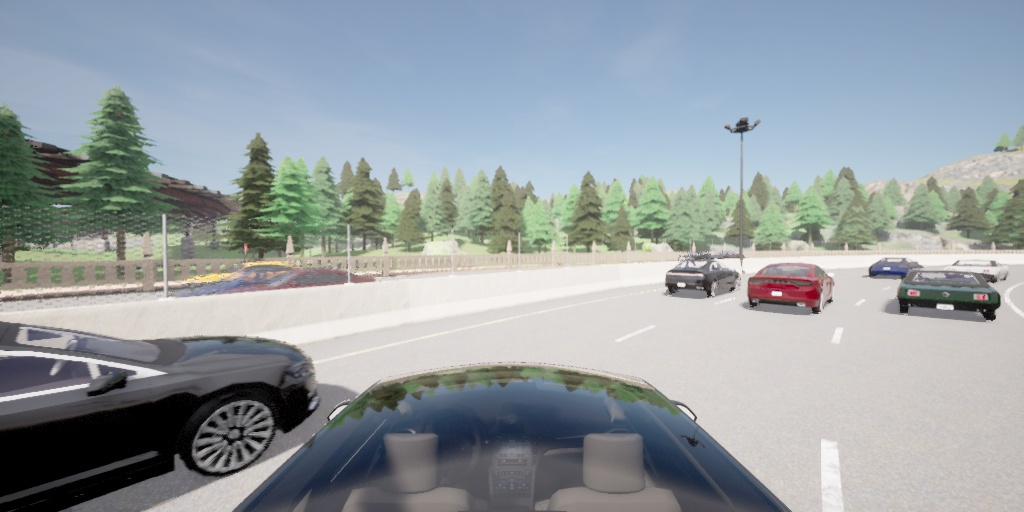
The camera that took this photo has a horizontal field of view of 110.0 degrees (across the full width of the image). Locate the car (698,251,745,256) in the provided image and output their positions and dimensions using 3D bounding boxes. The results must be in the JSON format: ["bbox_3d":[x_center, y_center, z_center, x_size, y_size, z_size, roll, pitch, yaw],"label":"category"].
[{"bbox_3d":[23.186,0.131,39.034,5.357,1.411,2.033,-1,1,-27],"label":"car"}]

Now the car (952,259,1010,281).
[{"bbox_3d":[27.933,0.855,21.497,4.718,1.301,1.895,-1,1,-30],"label":"car"}]

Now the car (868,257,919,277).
[{"bbox_3d":[26.352,0.765,24.561,4.181,1.385,1.994,-1,1,-30],"label":"car"}]

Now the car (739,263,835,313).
[{"bbox_3d":[10.000,0.974,12.749,5.008,1.535,1.882,-1,1,-43],"label":"car"}]

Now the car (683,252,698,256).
[{"bbox_3d":[21.586,0.215,42.148,4.902,1.511,2.128,-1,1,-27],"label":"car"}]

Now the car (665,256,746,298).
[{"bbox_3d":[8.733,0.925,16.285,4.902,1.511,2.128,-1,1,-42],"label":"car"}]

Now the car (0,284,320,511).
[{"bbox_3d":[-4.098,1.242,2.573,2.128,1.511,4.902,0,1,37],"label":"car"}]

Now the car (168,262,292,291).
[{"bbox_3d":[-9.194,1.112,13.334,2.033,1.411,5.357,1,1,40],"label":"car"}]

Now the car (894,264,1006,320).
[{"bbox_3d":[13.891,1.104,11.568,4.718,1.301,1.895,-1,1,-41],"label":"car"}]

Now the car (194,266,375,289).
[{"bbox_3d":[-6.465,1.122,11.070,1.812,1.442,4.674,1,1,41],"label":"car"}]

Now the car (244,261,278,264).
[{"bbox_3d":[-11.443,1.001,15.960,1.882,1.535,5.008,1,1,41],"label":"car"}]
